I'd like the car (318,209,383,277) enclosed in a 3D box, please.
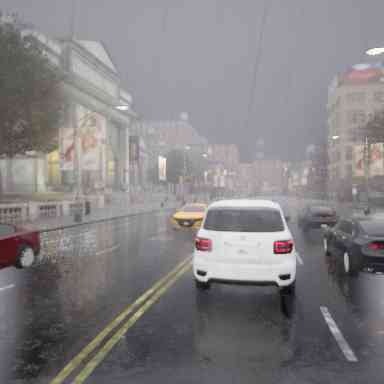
[{"bbox_3d":[5.284,1.495,10.060,1.837,1.490,4.892,0,0,11],"label":"car"}]

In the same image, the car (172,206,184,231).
[{"bbox_3d":[0.217,1.461,20.508,1.882,1.535,5.008,0,0,13],"label":"car"}]

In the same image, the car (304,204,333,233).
[{"bbox_3d":[7.231,1.486,19.260,1.837,1.490,4.892,0,0,12],"label":"car"}]

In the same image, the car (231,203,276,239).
[{"bbox_3d":[3.437,1.474,18.306,2.128,1.511,4.902,0,0,12],"label":"car"}]

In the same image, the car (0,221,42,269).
[{"bbox_3d":[-5.992,1.470,8.453,1.882,1.535,5.008,0,0,11],"label":"car"}]

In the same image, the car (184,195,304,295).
[{"bbox_3d":[1.471,1.213,9.000,2.150,2.045,5.566,0,0,11],"label":"car"}]
